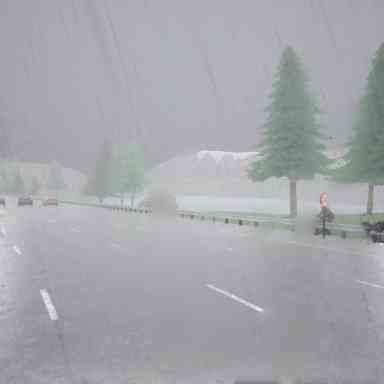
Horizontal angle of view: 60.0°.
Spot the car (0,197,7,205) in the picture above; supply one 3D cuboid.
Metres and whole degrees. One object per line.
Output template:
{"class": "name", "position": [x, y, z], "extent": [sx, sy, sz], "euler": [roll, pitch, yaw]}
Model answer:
{"class": "car", "position": [-32.459, 1.526, 56.098], "extent": [1.812, 1.442, 4.674], "euler": [0, 0, -32]}

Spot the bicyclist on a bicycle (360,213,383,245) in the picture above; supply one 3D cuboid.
{"class": "bicyclist on a bicycle", "position": [7.950, 1.727, 14.215], "extent": [1.620, 1.656, 0.582], "euler": [0, -1, -3]}

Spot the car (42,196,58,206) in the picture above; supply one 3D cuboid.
{"class": "car", "position": [-23.648, 1.478, 55.351], "extent": [1.882, 1.535, 5.008], "euler": [0, 0, -33]}

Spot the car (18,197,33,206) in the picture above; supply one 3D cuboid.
{"class": "car", "position": [-27.550, 1.491, 54.945], "extent": [2.128, 1.511, 4.902], "euler": [0, 0, -33]}

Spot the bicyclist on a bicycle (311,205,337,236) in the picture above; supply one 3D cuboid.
{"class": "bicyclist on a bicycle", "position": [6.761, 1.422, 16.888], "extent": [1.656, 1.620, 0.582], "euler": [4, -1, -20]}
